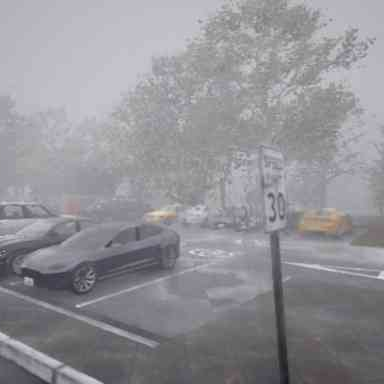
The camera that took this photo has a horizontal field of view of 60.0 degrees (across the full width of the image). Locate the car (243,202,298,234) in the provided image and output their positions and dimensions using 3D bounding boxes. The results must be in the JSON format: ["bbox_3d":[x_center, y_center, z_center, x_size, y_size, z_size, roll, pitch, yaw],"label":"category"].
[{"bbox_3d":[5.315,1.479,20.243,2.185,1.767,4.553,0,0,36],"label":"car"}]

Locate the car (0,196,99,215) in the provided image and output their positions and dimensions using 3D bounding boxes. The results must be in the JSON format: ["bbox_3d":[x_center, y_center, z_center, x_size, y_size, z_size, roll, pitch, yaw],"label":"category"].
[{"bbox_3d":[-6.768,1.353,12.852,2.435,2.045,5.566,0,0,36],"label":"car"}]

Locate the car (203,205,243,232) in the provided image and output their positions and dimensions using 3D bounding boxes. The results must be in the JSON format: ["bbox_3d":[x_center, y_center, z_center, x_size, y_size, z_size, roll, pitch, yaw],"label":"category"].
[{"bbox_3d":[3.139,1.630,21.750,2.163,1.488,4.792,0,0,36],"label":"car"}]

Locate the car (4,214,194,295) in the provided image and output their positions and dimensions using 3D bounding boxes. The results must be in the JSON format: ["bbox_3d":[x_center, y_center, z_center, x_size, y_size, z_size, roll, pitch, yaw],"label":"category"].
[{"bbox_3d":[-2.311,1.644,9.541,2.163,1.488,4.792,0,0,36],"label":"car"}]

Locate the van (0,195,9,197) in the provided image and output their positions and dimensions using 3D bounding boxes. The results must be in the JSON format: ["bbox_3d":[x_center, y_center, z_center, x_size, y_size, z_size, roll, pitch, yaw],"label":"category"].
[{"bbox_3d":[-21.417,1.406,39.778,1.878,1.987,4.442,0,0,36],"label":"van"}]

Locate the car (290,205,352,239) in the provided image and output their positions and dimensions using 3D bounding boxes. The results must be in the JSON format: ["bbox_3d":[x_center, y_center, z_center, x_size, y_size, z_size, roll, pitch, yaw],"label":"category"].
[{"bbox_3d":[7.535,1.609,18.585,2.097,1.535,5.008,0,0,36],"label":"car"}]

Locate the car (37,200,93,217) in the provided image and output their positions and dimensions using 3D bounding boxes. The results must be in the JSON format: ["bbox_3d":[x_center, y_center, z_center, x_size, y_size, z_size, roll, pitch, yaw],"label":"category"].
[{"bbox_3d":[-12.612,1.605,33.270,2.163,1.488,4.792,0,0,36],"label":"car"}]

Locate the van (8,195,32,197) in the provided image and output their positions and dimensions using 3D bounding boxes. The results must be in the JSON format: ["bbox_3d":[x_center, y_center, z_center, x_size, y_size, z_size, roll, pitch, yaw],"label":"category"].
[{"bbox_3d":[-17.055,1.370,36.329,1.878,1.987,4.442,0,0,36],"label":"van"}]

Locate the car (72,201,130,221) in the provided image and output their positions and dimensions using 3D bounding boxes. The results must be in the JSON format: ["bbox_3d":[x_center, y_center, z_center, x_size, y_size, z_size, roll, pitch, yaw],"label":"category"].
[{"bbox_3d":[-8.063,1.606,29.893,2.163,1.488,4.792,0,0,36],"label":"car"}]

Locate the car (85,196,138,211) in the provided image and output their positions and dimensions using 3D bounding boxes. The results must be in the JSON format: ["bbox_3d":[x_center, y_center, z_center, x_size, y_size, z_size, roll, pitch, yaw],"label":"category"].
[{"bbox_3d":[-5.789,1.330,28.311,2.435,2.045,5.566,0,0,36],"label":"car"}]

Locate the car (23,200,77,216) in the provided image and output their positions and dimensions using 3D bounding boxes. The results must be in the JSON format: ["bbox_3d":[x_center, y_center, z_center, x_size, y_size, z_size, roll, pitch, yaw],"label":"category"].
[{"bbox_3d":[-14.747,1.612,34.822,2.163,1.488,4.792,0,0,36],"label":"car"}]

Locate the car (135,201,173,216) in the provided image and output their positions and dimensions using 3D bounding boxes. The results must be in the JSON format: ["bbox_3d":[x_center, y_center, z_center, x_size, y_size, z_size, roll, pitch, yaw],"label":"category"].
[{"bbox_3d":[-1.434,1.588,24.881,1.946,1.575,5.366,0,0,36],"label":"car"}]

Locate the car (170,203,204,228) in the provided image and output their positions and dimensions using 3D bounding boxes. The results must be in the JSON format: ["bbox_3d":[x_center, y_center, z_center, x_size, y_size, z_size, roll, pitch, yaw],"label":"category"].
[{"bbox_3d":[0.914,1.636,23.400,2.002,1.452,4.674,0,0,36],"label":"car"}]

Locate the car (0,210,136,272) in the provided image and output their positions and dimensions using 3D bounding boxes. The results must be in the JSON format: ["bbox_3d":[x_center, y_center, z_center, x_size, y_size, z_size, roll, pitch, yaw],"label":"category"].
[{"bbox_3d":[-4.536,1.609,11.201,2.097,1.535,5.008,0,0,36],"label":"car"}]

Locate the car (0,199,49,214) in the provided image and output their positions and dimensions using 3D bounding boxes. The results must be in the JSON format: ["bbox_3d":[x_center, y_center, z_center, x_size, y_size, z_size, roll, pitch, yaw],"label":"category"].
[{"bbox_3d":[-19.240,1.612,38.059,2.097,1.535,5.008,0,0,36],"label":"car"}]
